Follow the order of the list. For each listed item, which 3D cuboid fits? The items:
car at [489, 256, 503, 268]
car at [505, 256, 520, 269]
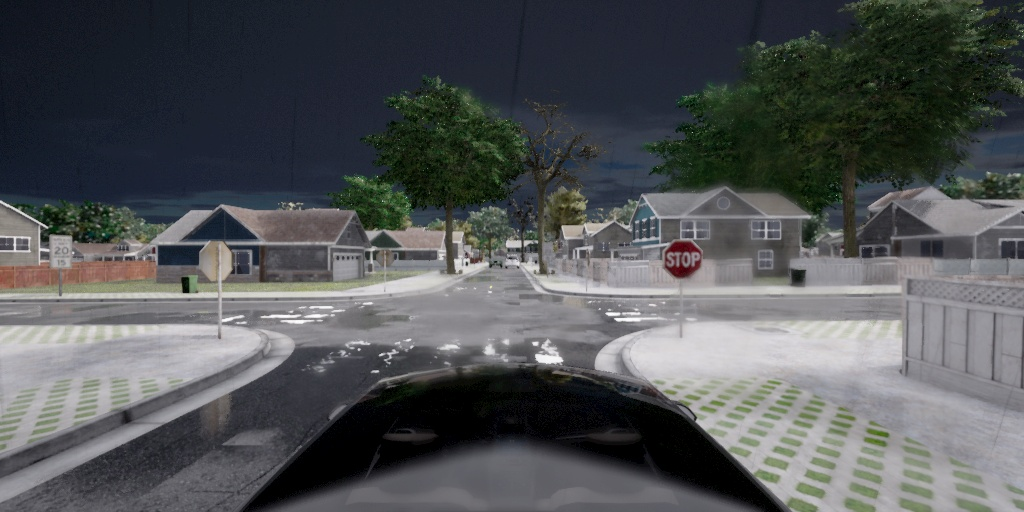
[{"bbox_3d":[-2.697,0.966,61.102,2.150,2.045,5.566,0,0,0],"label":"car"},{"bbox_3d":[0.050,0.967,56.990,2.150,2.045,5.566,0,0,0],"label":"car"}]
